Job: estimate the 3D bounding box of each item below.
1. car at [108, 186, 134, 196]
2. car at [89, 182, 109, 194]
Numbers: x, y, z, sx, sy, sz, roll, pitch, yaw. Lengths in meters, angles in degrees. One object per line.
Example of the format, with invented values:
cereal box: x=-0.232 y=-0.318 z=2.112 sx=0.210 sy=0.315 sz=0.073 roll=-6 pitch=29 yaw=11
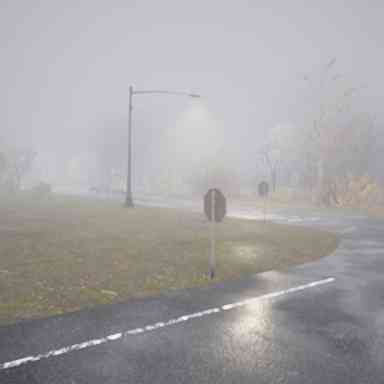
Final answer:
car: x=-10.981 y=-0.076 z=52.378 sx=1.895 sy=1.301 sz=4.718 roll=0 pitch=2 yaw=-36
car: x=-16.806 y=-0.777 z=60.496 sx=2.150 sy=2.045 sz=5.566 roll=0 pitch=2 yaw=-36
